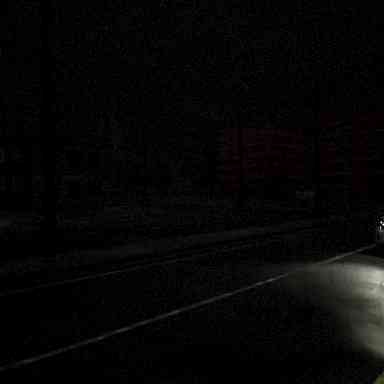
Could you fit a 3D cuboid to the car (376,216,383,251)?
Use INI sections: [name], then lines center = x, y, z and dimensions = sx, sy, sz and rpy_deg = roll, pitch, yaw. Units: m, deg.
[car]
center = 8.814, 1.066, 12.327
dimensions = 5.566, 2.045, 2.150
rpy_deg = -1, 0, -43
